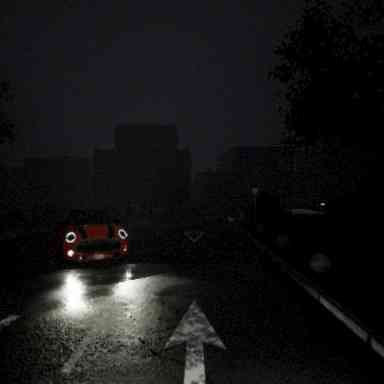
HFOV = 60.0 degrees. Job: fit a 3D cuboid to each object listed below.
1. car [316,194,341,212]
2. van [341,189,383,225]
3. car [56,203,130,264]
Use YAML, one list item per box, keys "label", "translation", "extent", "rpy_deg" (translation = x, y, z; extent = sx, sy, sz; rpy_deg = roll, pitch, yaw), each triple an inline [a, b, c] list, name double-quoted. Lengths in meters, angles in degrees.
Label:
- label: "car"
  translation: [13.195, 0.815, 28.450]
  extent: [4.892, 1.490, 1.837]
  rpy_deg: [-3, 1, 1]
- label: "van"
  translation: [11.121, 0.802, 20.180]
  extent: [1.878, 1.987, 4.442]
  rpy_deg: [-3, 1, 1]
- label: "car"
  translation: [-3.718, 1.352, 12.078]
  extent: [2.097, 1.767, 4.553]
  rpy_deg: [-1, 1, -25]
